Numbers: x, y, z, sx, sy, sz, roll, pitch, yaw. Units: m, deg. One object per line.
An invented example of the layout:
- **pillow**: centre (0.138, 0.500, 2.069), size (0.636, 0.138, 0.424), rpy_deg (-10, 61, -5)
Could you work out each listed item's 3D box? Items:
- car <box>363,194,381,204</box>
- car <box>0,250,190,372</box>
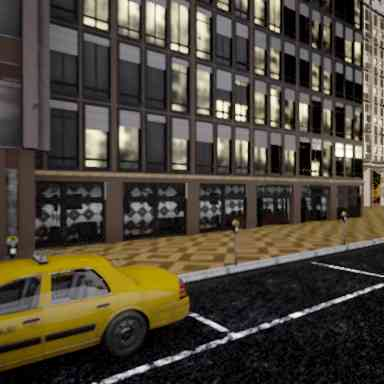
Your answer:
- **car**: centre (30.754, 1.259, 60.256), size (2.192, 1.841, 5.009), rpy_deg (-1, 0, -36)
- **car**: centre (-2.311, 1.521, 4.448), size (4.829, 1.417, 1.752), rpy_deg (0, 0, -36)
